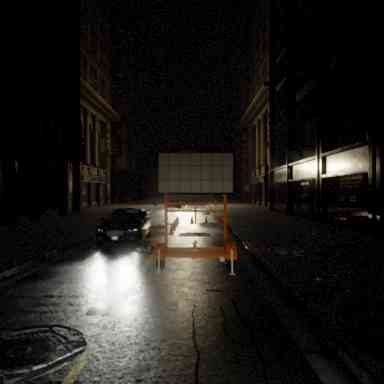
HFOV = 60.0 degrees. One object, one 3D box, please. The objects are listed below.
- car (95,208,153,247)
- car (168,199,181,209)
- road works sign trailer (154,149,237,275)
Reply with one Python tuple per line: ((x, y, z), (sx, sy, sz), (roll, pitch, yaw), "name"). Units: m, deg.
((-2.931, 1.494, 15.171), (2.128, 1.511, 4.902), (0, 0, 1), "car")
((-2.473, 1.615, 44.494), (1.895, 1.301, 4.718), (0, 0, 1), "car")
((0.114, 0.466, 10.413), (2.380, 3.560, 2.880), (0, 0, 1), "road works sign trailer")
